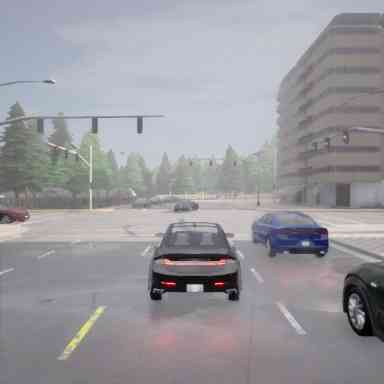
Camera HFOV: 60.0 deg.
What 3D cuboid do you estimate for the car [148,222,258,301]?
[{"bbox_3d":[0.068,1.491,8.325,2.128,1.511,4.902,0,0,0],"label":"car"}]

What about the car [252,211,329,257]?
[{"bbox_3d":[3.588,1.477,12.970,1.882,1.535,5.008,0,0,0],"label":"car"}]

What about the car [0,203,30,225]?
[{"bbox_3d":[-14.477,1.530,24.330,5.008,1.535,1.882,0,0,5],"label":"car"}]

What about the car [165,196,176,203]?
[{"bbox_3d":[-4.211,1.504,66.276,1.837,1.490,4.892,0,0,20],"label":"car"}]

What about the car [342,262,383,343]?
[{"bbox_3d":[3.601,1.352,3.818,2.097,1.767,4.553,0,0,0],"label":"car"}]

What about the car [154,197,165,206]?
[{"bbox_3d":[-6.356,1.525,56.307,1.812,1.442,4.674,0,0,8],"label":"car"}]

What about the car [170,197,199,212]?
[{"bbox_3d":[-0.600,1.586,38.584,1.994,1.385,4.181,1,1,19],"label":"car"}]

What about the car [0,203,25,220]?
[{"bbox_3d":[-16.703,1.618,28.156,4.181,1.385,1.994,0,0,0],"label":"car"}]

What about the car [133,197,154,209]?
[{"bbox_3d":[-6.975,1.525,46.403,1.812,1.442,4.674,0,0,2],"label":"car"}]
